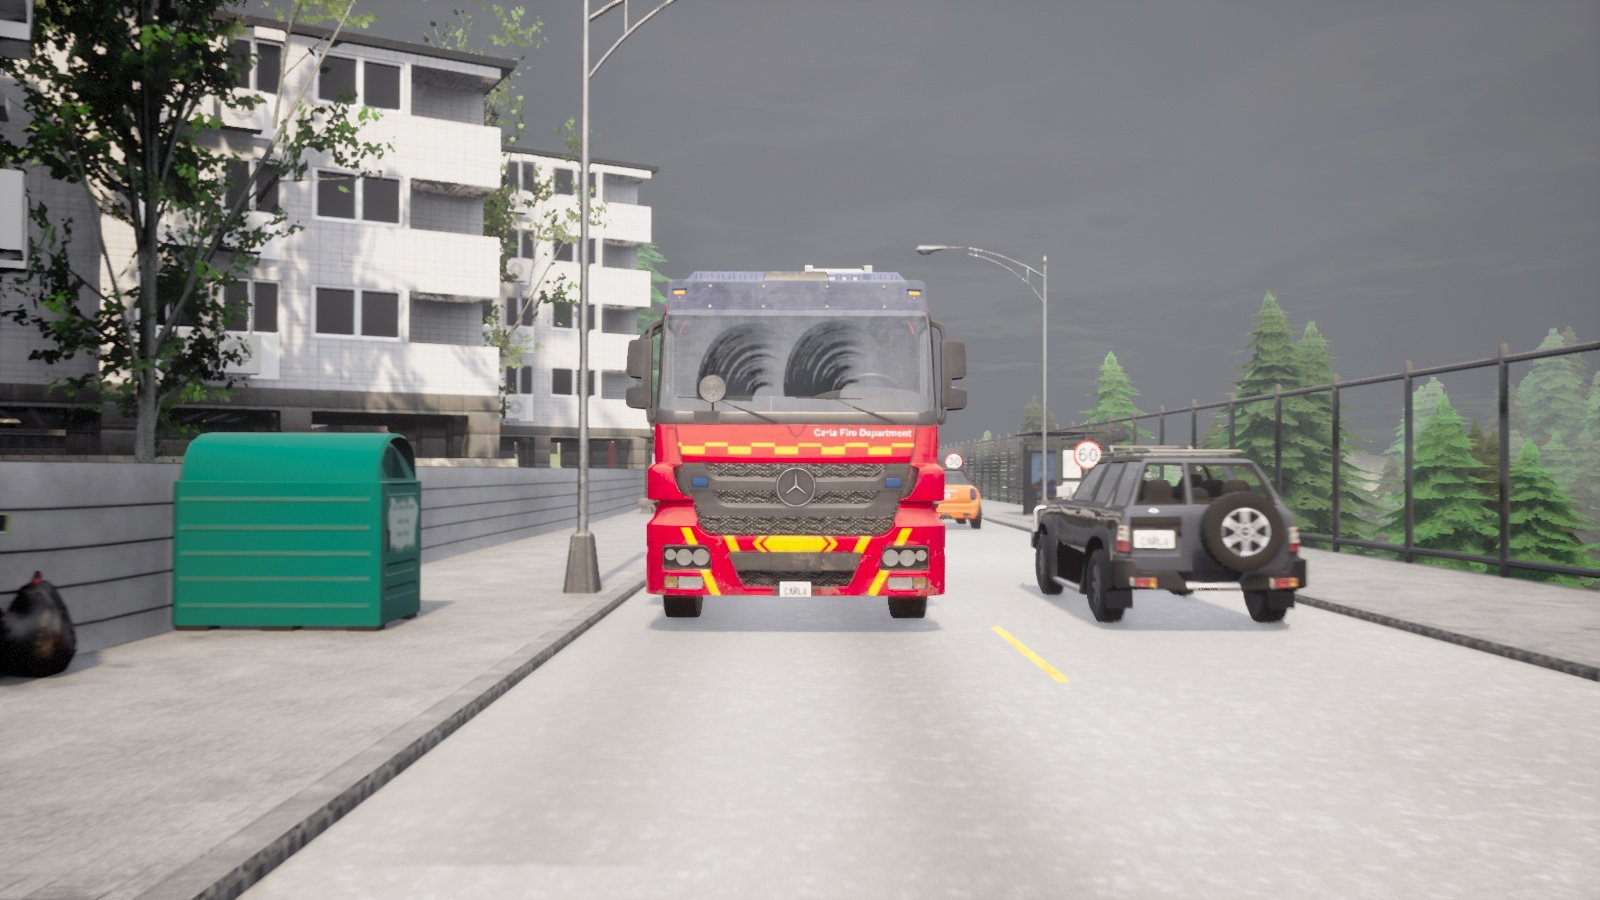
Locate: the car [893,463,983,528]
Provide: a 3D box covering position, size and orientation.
[{"bbox_3d":[3.905,1.265,36.263,2.097,1.767,4.553,0,-1,0],"label":"car"}]

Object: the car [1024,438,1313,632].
[{"bbox_3d":[3.961,0.857,14.395,1.932,1.855,4.605,0,-1,0],"label":"car"}]

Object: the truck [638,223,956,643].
[{"bbox_3d":[-0.045,-0.087,15.708,2.891,3.827,8.468,0,-1,0],"label":"truck"}]
